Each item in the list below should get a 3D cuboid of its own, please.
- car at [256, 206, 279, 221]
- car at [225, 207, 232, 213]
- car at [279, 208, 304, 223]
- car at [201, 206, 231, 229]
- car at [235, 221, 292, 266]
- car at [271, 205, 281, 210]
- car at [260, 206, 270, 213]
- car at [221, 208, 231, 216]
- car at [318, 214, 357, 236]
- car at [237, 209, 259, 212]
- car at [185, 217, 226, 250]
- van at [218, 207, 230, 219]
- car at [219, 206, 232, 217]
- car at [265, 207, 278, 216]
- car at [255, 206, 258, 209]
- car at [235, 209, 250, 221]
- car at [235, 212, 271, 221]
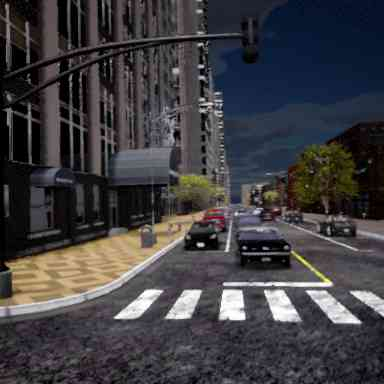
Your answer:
[{"bbox_3d":[9.749,2.971,43.570,1.837,1.490,4.892,-2,-2,7],"label":"car"},{"bbox_3d":[9.776,4.731,89.759,1.752,1.417,4.829,-3,-2,7],"label":"car"},{"bbox_3d":[11.808,2.782,38.755,2.008,1.369,4.403,-3,-2,7],"label":"car"},{"bbox_3d":[1.994,2.428,28.857,2.192,1.841,5.009,-3,-2,7],"label":"car"},{"bbox_3d":[2.844,2.124,13.800,1.895,1.301,4.718,-2,-2,7],"label":"car"},{"bbox_3d":[13.952,3.138,55.959,2.192,1.841,5.009,-3,-2,7],"label":"car"},{"bbox_3d":[17.072,4.081,78.080,1.837,1.490,4.892,-2,-2,7],"label":"car"},{"bbox_3d":[7.012,3.976,67.806,1.752,1.417,4.829,-3,-2,7],"label":"car"},{"bbox_3d":[9.943,2.236,23.006,2.008,1.369,4.403,-3,-2,7],"label":"car"},{"bbox_3d":[5.373,2.764,33.935,2.033,1.411,5.357,-2,-2,7],"label":"car"},{"bbox_3d":[0.685,2.326,18.595,1.947,1.339,4.313,-3,-2,7],"label":"car"},{"bbox_3d":[4.952,3.232,51.517,1.690,1.788,3.998,-3,-2,7],"label":"van"},{"bbox_3d":[6.333,3.583,62.494,2.192,1.841,5.009,-3,-2,7],"label":"car"},{"bbox_3d":[14.674,3.543,61.607,1.752,1.417,4.829,-3,-2,7],"label":"car"},{"bbox_3d":[11.006,3.349,53.908,1.812,1.442,4.674,-2,-2,7],"label":"car"},{"bbox_3d":[6.901,3.143,45.594,1.812,1.442,4.674,-2,-2,7],"label":"car"},{"bbox_3d":[4.045,2.402,23.431,2.033,1.411,5.357,-2,-2,7],"label":"car"}]
